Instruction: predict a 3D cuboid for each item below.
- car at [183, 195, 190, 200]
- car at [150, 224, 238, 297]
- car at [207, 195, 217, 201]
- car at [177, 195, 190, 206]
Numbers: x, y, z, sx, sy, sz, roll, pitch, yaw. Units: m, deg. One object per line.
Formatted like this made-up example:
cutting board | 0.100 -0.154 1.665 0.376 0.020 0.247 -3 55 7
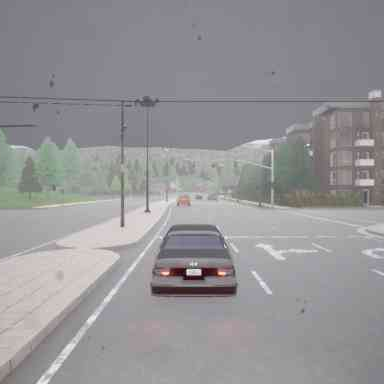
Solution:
car | -1.548 1.524 95.484 1.812 1.442 4.674 0 0 0
car | 0.042 1.547 8.736 2.033 1.411 5.357 0 0 0
car | 5.475 1.539 85.353 2.033 1.411 5.357 0 0 0
car | -1.359 1.352 54.481 2.097 1.767 4.553 0 0 -1
